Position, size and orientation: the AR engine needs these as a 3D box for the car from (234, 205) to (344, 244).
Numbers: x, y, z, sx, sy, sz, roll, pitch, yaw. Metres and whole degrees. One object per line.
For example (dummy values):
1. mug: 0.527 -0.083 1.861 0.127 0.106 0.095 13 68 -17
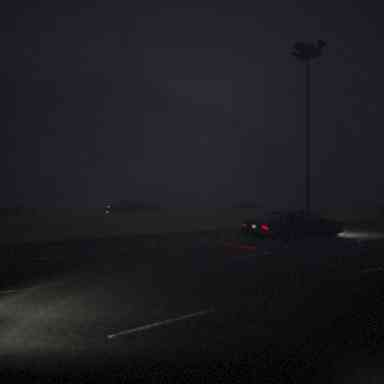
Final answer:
1. car: 4.777 1.523 15.577 5.357 1.411 2.033 0 0 -32

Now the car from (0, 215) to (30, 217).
1. car: -15.334 1.530 27.370 4.718 1.301 1.895 0 0 -35

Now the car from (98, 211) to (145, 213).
1. car: -4.831 1.437 25.963 4.902 1.511 2.128 0 0 -33
